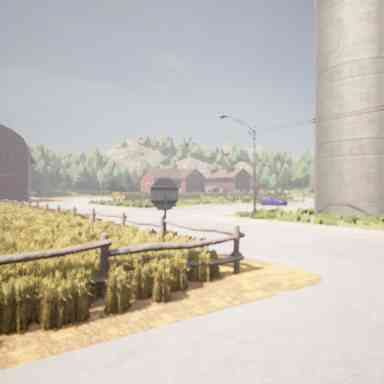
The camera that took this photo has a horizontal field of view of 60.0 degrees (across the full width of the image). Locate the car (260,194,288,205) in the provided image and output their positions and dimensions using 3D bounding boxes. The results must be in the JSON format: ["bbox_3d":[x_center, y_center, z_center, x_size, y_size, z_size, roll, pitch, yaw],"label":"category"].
[{"bbox_3d":[13.474,1.483,54.601,2.242,1.667,4.611,0,0,-36],"label":"car"}]

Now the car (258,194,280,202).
[{"bbox_3d":[16.969,1.314,73.572,1.932,1.855,4.605,0,0,-36],"label":"car"}]
